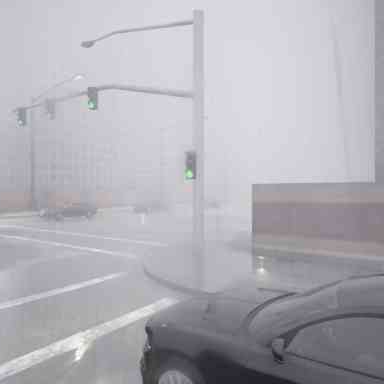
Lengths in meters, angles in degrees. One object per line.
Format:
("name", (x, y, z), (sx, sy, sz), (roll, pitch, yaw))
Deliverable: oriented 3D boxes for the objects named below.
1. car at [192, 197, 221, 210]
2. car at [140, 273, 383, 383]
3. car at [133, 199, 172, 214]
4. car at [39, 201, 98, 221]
("car", (1.994, 1.478, 44.029), (1.882, 1.535, 5.008), (0, 0, 36))
("car", (1.731, 1.478, 2.771), (5.008, 1.535, 1.882), (0, 0, 37))
("car", (-4.176, 1.505, 35.574), (1.837, 1.490, 4.892), (0, 0, 36))
("car", (-10.105, 1.491, 27.436), (2.128, 1.511, 4.902), (0, 0, 34))
